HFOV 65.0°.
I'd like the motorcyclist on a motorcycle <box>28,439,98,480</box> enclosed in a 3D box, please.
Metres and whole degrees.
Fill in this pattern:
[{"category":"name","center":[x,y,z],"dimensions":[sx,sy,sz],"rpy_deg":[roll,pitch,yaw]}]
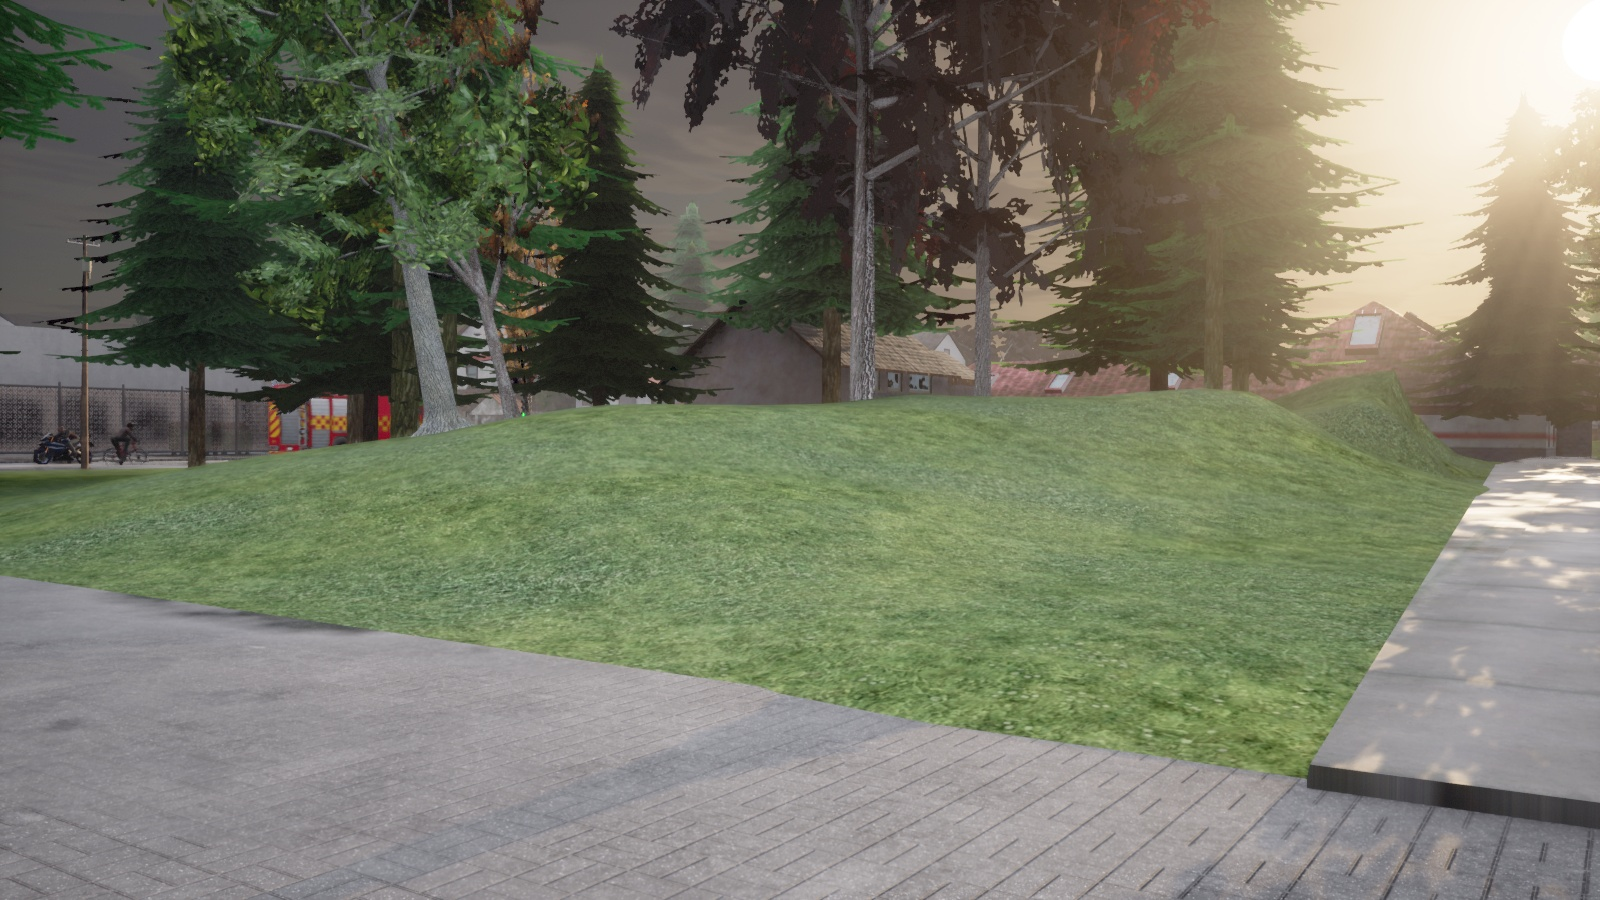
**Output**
[{"category":"motorcyclist on a motorcycle","center":[-28.707,0.358,48.935],"dimensions":[0.866,1.530,2.191],"rpy_deg":[0,1,34]}]

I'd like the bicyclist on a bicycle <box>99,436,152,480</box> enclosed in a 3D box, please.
[{"category":"bicyclist on a bicycle","center":[-25.211,0.271,46.971],"dimensions":[0.582,1.620,1.656],"rpy_deg":[0,0,34]}]

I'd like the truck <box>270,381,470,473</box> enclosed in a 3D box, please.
[{"category":"truck","center":[-19.037,-1.028,56.263],"dimensions":[2.891,3.827,8.468],"rpy_deg":[0,1,33]}]
